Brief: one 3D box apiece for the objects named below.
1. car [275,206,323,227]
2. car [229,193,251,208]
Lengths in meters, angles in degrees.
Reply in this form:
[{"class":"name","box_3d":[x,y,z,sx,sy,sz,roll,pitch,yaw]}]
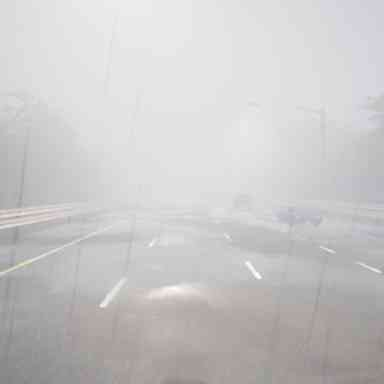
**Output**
[{"class":"car","box_3d":[7.021,1.591,22.455,1.895,1.301,4.718,0,0,0]},{"class":"car","box_3d":[7.082,1.217,47.596,2.150,2.045,5.566,0,0,0]}]
